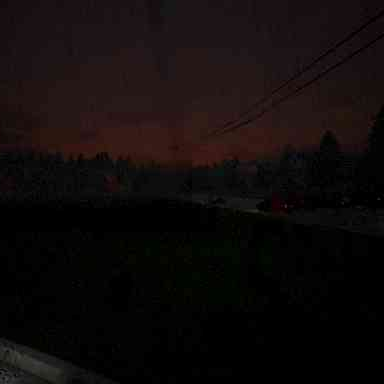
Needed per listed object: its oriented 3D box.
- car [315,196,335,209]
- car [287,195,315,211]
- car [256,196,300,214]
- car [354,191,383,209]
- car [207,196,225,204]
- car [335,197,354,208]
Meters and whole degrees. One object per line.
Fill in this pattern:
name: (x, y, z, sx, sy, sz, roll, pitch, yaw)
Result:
car: (14.002, 1.214, 38.805, 2.128, 1.511, 4.902, 0, 0, -11)
car: (10.942, 1.102, 36.164, 2.097, 1.767, 4.553, 0, 0, -11)
car: (8.050, 1.329, 32.651, 2.033, 1.411, 5.357, 0, 0, -11)
car: (21.044, 0.914, 39.245, 2.150, 2.045, 5.566, 0, 0, -11)
car: (3.861, 1.275, 54.622, 1.895, 1.301, 4.718, 0, 0, -11)
car: (17.211, 1.263, 40.666, 1.994, 1.385, 4.181, 0, 0, -11)
